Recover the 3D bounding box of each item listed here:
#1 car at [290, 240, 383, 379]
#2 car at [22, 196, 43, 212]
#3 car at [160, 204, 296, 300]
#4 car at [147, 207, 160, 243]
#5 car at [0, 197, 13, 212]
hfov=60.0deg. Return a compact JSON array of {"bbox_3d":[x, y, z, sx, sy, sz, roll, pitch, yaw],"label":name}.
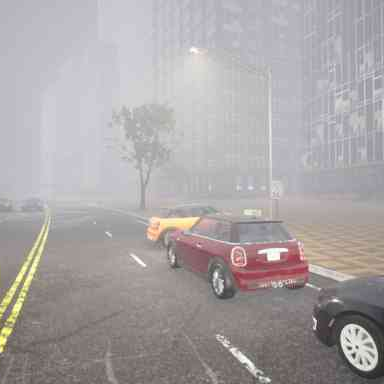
[{"bbox_3d":[3.620,1.505,3.359,1.837,1.490,4.892,0,0,-35],"label":"car"},{"bbox_3d":[-18.816,1.392,39.379,2.097,1.767,4.553,0,0,-24],"label":"car"},{"bbox_3d":[0.887,1.355,8.831,2.097,1.767,4.553,0,0,-22],"label":"car"},{"bbox_3d":[0.389,1.276,14.415,4.553,1.767,2.097,-3,1,-18],"label":"car"},{"bbox_3d":[-21.785,1.389,38.058,2.097,1.767,4.553,0,0,-24],"label":"car"}]
